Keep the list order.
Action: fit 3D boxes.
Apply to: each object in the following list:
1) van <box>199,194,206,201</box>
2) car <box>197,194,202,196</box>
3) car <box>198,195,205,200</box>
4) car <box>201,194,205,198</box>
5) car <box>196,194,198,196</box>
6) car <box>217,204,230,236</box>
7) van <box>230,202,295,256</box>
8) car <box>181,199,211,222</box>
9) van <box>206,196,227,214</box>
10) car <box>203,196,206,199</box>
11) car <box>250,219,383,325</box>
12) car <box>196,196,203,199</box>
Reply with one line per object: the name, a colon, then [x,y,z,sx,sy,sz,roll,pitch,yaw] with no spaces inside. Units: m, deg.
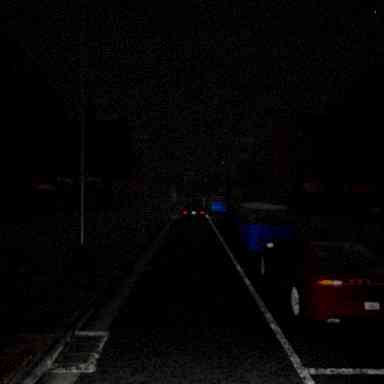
van: [2.707,1.364,89.297,1.690,1.788,3.998,1,0,0]
car: [2.699,1.528,78.460,1.752,1.417,4.829,1,0,0]
car: [2.708,1.602,94.801,1.947,1.339,4.313,1,0,0]
car: [2.678,1.413,45.903,1.967,1.590,4.097,1,0,0]
car: [2.703,1.452,83.794,1.967,1.590,4.097,1,0,0]
car: [2.659,1.548,18.201,1.947,1.339,4.313,1,0,0]
van: [2.658,1.328,12.660,1.690,1.788,3.998,1,0,0]
car: [0.117,1.524,25.958,2.033,1.411,5.357,0,0,0]
van: [2.672,1.313,34.822,1.690,1.788,3.998,1,0,0]
car: [2.673,1.497,40.533,1.752,1.417,4.829,1,0,0]
car: [2.652,1.537,7.119,1.887,1.381,4.507,1,0,0]
car: [0.128,1.573,41.861,1.895,1.301,4.718,0,0,0]
